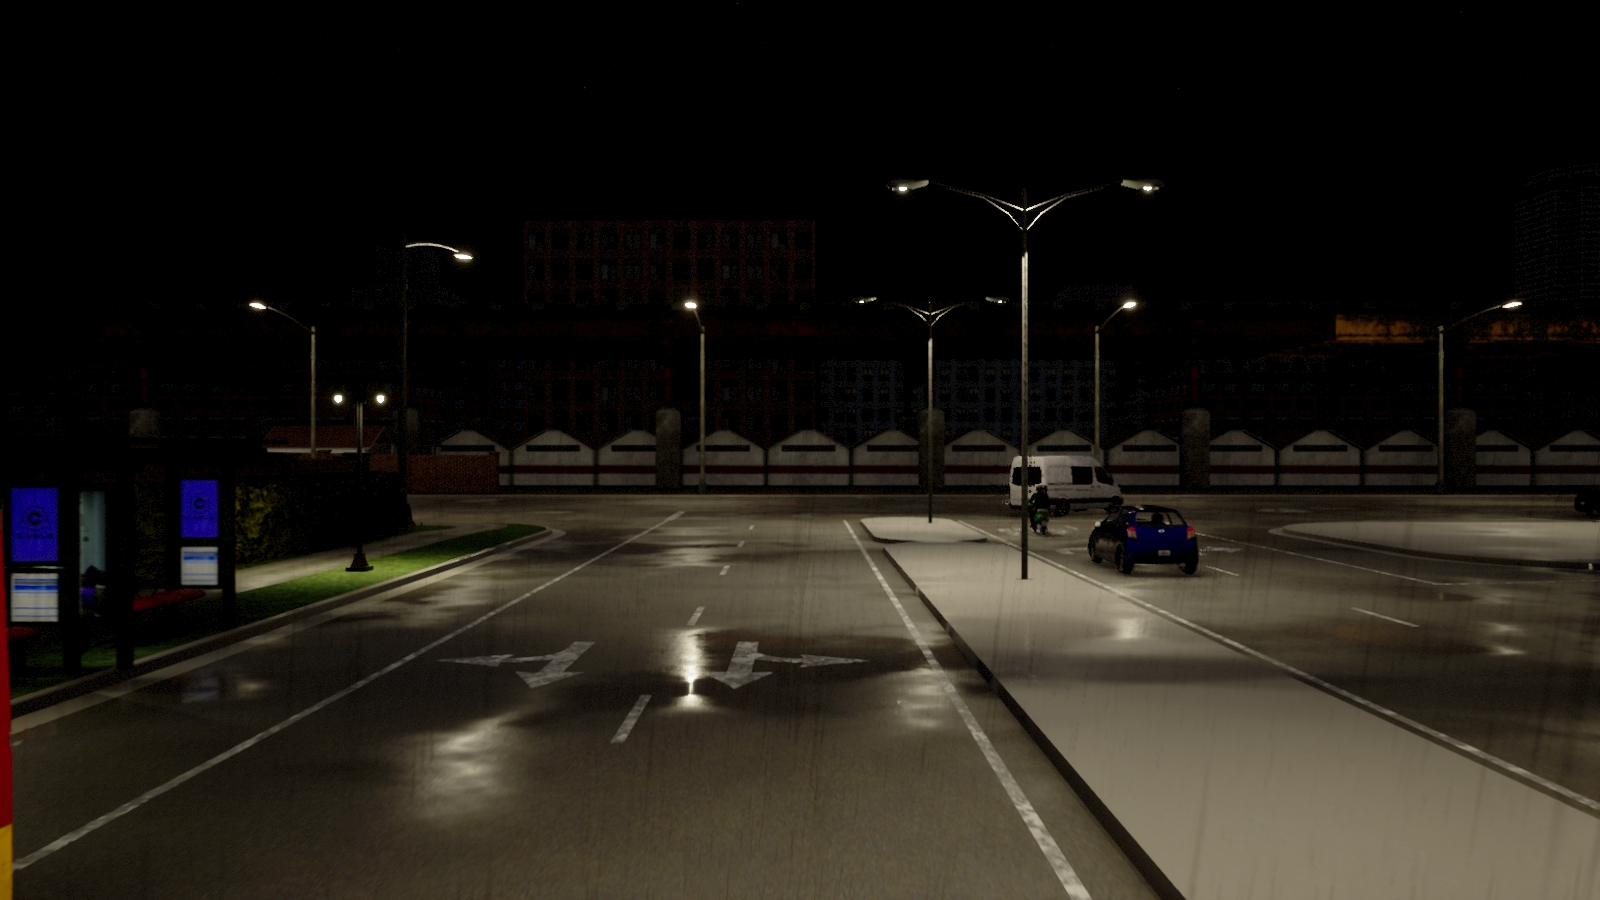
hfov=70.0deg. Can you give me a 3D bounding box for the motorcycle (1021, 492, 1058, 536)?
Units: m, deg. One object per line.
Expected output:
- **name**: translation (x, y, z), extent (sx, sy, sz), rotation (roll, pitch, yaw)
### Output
- **motorcycle**: translation (7.998, 2.126, 38.261), extent (0.856, 1.341, 1.805), rotation (0, 0, 0)

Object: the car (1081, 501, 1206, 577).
- **car**: translation (8.006, 2.035, 26.947), extent (1.845, 1.501, 3.633), rotation (0, 0, 0)

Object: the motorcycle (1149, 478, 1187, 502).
- **motorcycle**: translation (20.055, 2.176, 62.238), extent (1.805, 1.236, 0.856), rotation (0, 0, 0)
